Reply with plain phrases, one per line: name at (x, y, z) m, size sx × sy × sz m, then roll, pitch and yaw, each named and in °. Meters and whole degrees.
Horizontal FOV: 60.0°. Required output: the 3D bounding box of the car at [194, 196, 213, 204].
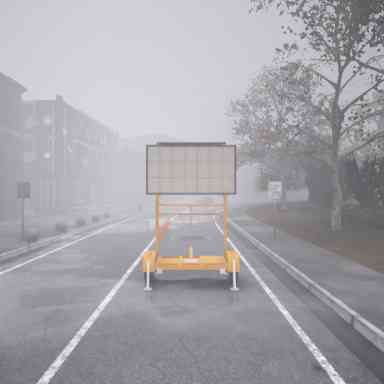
car at (1.979, 1.433, 56.889) m, size 2.128 × 1.511 × 4.902 m, roll -1°, pitch 0°, yaw 28°

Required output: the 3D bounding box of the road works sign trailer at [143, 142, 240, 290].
road works sign trailer at (-0.021, 0.467, 9.028) m, size 2.380 × 3.560 × 2.880 m, roll 0°, pitch 0°, yaw 0°
